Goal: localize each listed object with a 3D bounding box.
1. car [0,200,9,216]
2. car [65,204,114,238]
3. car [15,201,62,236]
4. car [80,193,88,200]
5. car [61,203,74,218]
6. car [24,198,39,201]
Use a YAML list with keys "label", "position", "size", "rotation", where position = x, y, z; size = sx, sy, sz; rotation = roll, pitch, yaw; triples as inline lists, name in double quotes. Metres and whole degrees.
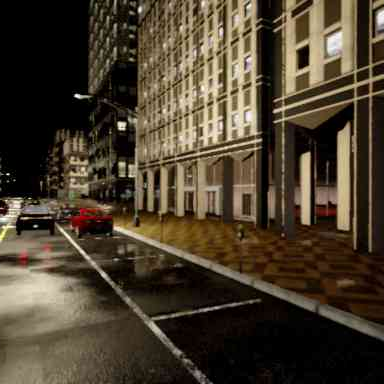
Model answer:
- label: "car"
  position: [-19.200, 1.521, 32.759]
  size: [1.882, 1.535, 5.008]
  rotation: [0, 0, -26]
- label: "car"
  position: [-5.451, 1.578, 17.901]
  size: [1.887, 1.381, 4.507]
  rotation: [0, 0, -26]
- label: "car"
  position: [-8.865, 1.520, 18.853]
  size: [2.128, 1.511, 4.902]
  rotation: [0, 0, -26]
- label: "car"
  position: [-26.969, 1.228, 88.084]
  size: [5.009, 1.841, 2.192]
  rotation: [-1, 1, -27]
- label: "car"
  position: [-10.485, 1.600, 28.015]
  size: [2.008, 1.369, 4.403]
  rotation: [0, 0, -26]
- label: "car"
  position: [-16.554, 1.405, 34.329]
  size: [2.097, 1.767, 4.553]
  rotation: [0, 0, -26]
